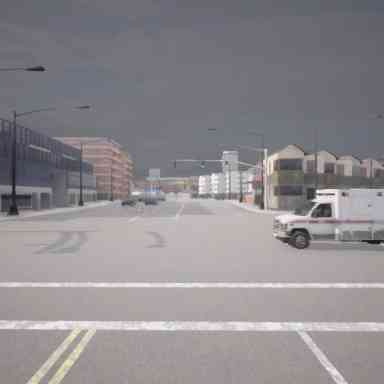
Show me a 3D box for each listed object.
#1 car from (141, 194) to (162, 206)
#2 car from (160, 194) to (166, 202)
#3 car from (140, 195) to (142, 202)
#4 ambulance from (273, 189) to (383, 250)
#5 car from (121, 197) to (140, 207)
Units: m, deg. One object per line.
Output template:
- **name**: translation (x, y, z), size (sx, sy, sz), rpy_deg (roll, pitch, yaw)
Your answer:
- **car**: translation (-6.958, 1.647, 57.192), size (2.033, 1.411, 5.357), rpy_deg (0, 1, 0)
- **car**: translation (-6.842, 1.238, 72.628), size (2.097, 1.767, 4.553), rpy_deg (0, 0, 0)
- **car**: translation (-10.346, 1.431, 70.821), size (2.033, 1.411, 5.357), rpy_deg (0, 1, 0)
- **ambulance**: translation (6.716, 1.109, 14.062), size (6.366, 2.431, 2.351), rpy_deg (0, 0, 1)
- **car**: translation (-10.467, 1.729, 55.225), size (1.895, 1.301, 4.718), rpy_deg (0, 1, 0)
